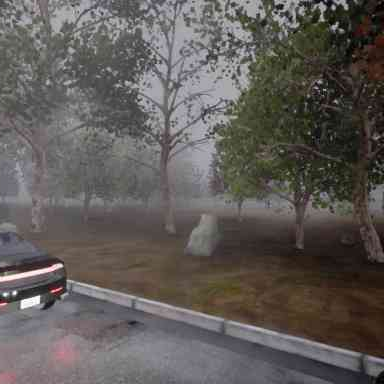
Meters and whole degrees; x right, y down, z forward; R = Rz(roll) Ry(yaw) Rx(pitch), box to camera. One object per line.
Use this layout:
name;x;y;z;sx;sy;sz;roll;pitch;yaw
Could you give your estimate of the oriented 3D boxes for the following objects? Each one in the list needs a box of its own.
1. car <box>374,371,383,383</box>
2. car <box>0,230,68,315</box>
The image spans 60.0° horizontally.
car;3.250;1.490;1.059;4.902;1.511;2.128;0;0;36
car;-4.481;1.501;6.577;4.902;1.511;2.128;0;0;36
